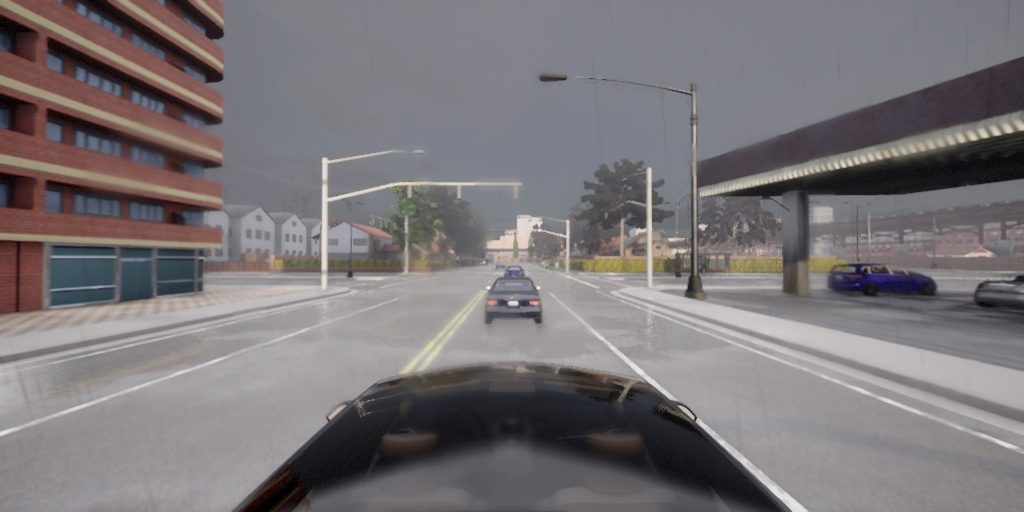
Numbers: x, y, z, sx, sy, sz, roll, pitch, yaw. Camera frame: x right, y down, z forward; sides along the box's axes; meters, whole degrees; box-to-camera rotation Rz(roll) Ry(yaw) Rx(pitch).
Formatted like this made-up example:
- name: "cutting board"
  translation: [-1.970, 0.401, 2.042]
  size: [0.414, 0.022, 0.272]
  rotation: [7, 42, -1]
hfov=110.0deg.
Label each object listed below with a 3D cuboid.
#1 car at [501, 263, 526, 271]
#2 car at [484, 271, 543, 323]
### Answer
- name: "car"
  translation: [0.276, 1.620, 33.595]
  size: [1.812, 1.442, 4.674]
  rotation: [0, -1, 2]
- name: "car"
  translation: [0.063, 1.415, 12.635]
  size: [2.033, 1.411, 5.357]
  rotation: [0, -1, 0]
